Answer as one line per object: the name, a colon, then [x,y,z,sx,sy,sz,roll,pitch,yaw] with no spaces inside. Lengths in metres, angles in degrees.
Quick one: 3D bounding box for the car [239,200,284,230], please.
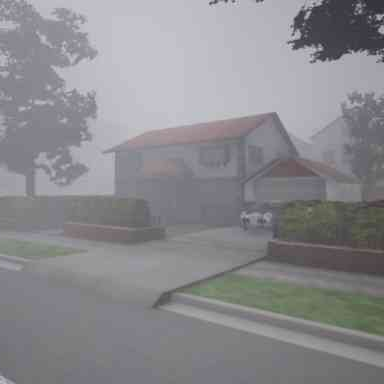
car: [4.038,1.186,17.436,1.970,1.475,3.806,0,0,36]
